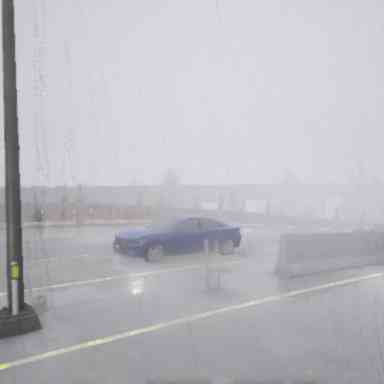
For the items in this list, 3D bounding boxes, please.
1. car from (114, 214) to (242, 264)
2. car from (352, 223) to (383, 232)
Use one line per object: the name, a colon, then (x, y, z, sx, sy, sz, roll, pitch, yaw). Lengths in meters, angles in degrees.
car: (-0.383, 1.589, 12.314, 5.008, 1.535, 1.882, 2, -1, -35)
car: (18.933, 3.953, 34.611, 5.357, 1.411, 2.033, 7, -4, -35)
